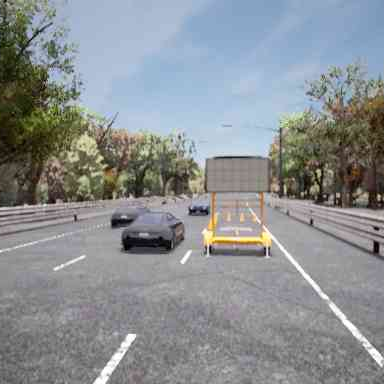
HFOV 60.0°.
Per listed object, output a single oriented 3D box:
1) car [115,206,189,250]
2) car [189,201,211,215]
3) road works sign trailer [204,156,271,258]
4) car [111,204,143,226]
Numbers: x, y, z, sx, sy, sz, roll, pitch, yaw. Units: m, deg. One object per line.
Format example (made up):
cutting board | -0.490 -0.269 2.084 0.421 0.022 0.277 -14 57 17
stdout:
car | -1.507 1.527 14.175 1.994 1.385 4.181 0 0 7
car | 0.860 1.508 32.767 1.895 1.301 4.718 0 0 7
road works sign trailer | 1.727 0.431 12.680 2.380 3.560 2.880 0 0 8
car | -3.950 1.507 22.516 1.994 1.385 4.181 0 0 7
